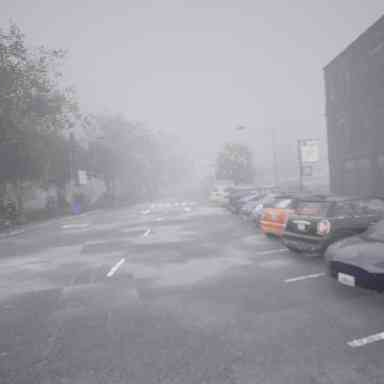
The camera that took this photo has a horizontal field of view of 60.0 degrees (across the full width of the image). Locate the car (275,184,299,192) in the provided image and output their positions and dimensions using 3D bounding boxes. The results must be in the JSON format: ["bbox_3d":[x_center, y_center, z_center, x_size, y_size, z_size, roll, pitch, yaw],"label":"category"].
[{"bbox_3d":[20.014,-0.844,70.188,2.163,1.488,4.792,-4,0,-22],"label":"car"}]

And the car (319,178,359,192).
[{"bbox_3d":[23.443,-1.076,53.351,2.435,2.045,5.566,-4,2,-22],"label":"car"}]

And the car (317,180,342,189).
[{"bbox_3d":[29.063,-1.563,70.517,2.185,1.767,4.553,-3,0,-22],"label":"car"}]

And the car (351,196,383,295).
[{"bbox_3d":[5.057,0.847,3.926,5.566,2.045,2.435,-3,1,-20],"label":"car"}]

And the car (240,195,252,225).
[{"bbox_3d":[5.006,0.943,15.953,4.674,1.452,2.002,-3,1,-20],"label":"car"}]

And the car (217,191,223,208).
[{"bbox_3d":[4.900,0.759,27.965,4.674,1.452,2.002,-3,1,-21],"label":"car"}]

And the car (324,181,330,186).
[{"bbox_3d":[20.501,-0.612,53.249,2.163,1.488,4.792,-4,2,-22],"label":"car"}]

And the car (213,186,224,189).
[{"bbox_3d":[4.797,0.330,36.994,5.566,2.045,2.435,-3,1,-21],"label":"car"}]

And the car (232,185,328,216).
[{"bbox_3d":[5.004,0.729,18.958,4.553,1.767,2.185,-3,1,-21],"label":"car"}]

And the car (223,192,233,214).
[{"bbox_3d":[4.943,0.811,21.963,5.008,1.535,2.097,-3,1,-20],"label":"car"}]

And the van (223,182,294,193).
[{"bbox_3d":[5.019,0.533,25.005,4.442,1.987,1.878,-3,1,-21],"label":"van"}]

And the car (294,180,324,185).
[{"bbox_3d":[17.576,-0.710,53.102,2.435,2.045,5.566,-4,2,-22],"label":"car"}]

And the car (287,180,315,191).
[{"bbox_3d":[23.013,-1.312,70.294,2.435,2.045,5.566,-4,0,-22],"label":"car"}]

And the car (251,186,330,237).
[{"bbox_3d":[4.988,0.827,12.942,4.553,1.767,2.185,-3,1,-20],"label":"car"}]

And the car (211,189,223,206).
[{"bbox_3d":[4.685,0.680,30.904,5.366,1.575,1.946,-3,1,-21],"label":"car"}]

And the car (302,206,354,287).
[{"bbox_3d":[5.049,1.078,6.930,4.792,1.488,2.163,-3,1,-20],"label":"car"}]

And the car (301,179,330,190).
[{"bbox_3d":[26.067,-1.502,70.359,2.435,2.045,5.566,-3,0,-22],"label":"car"}]

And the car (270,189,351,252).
[{"bbox_3d":[5.011,0.874,9.941,4.553,1.767,2.185,-3,1,-20],"label":"car"}]
